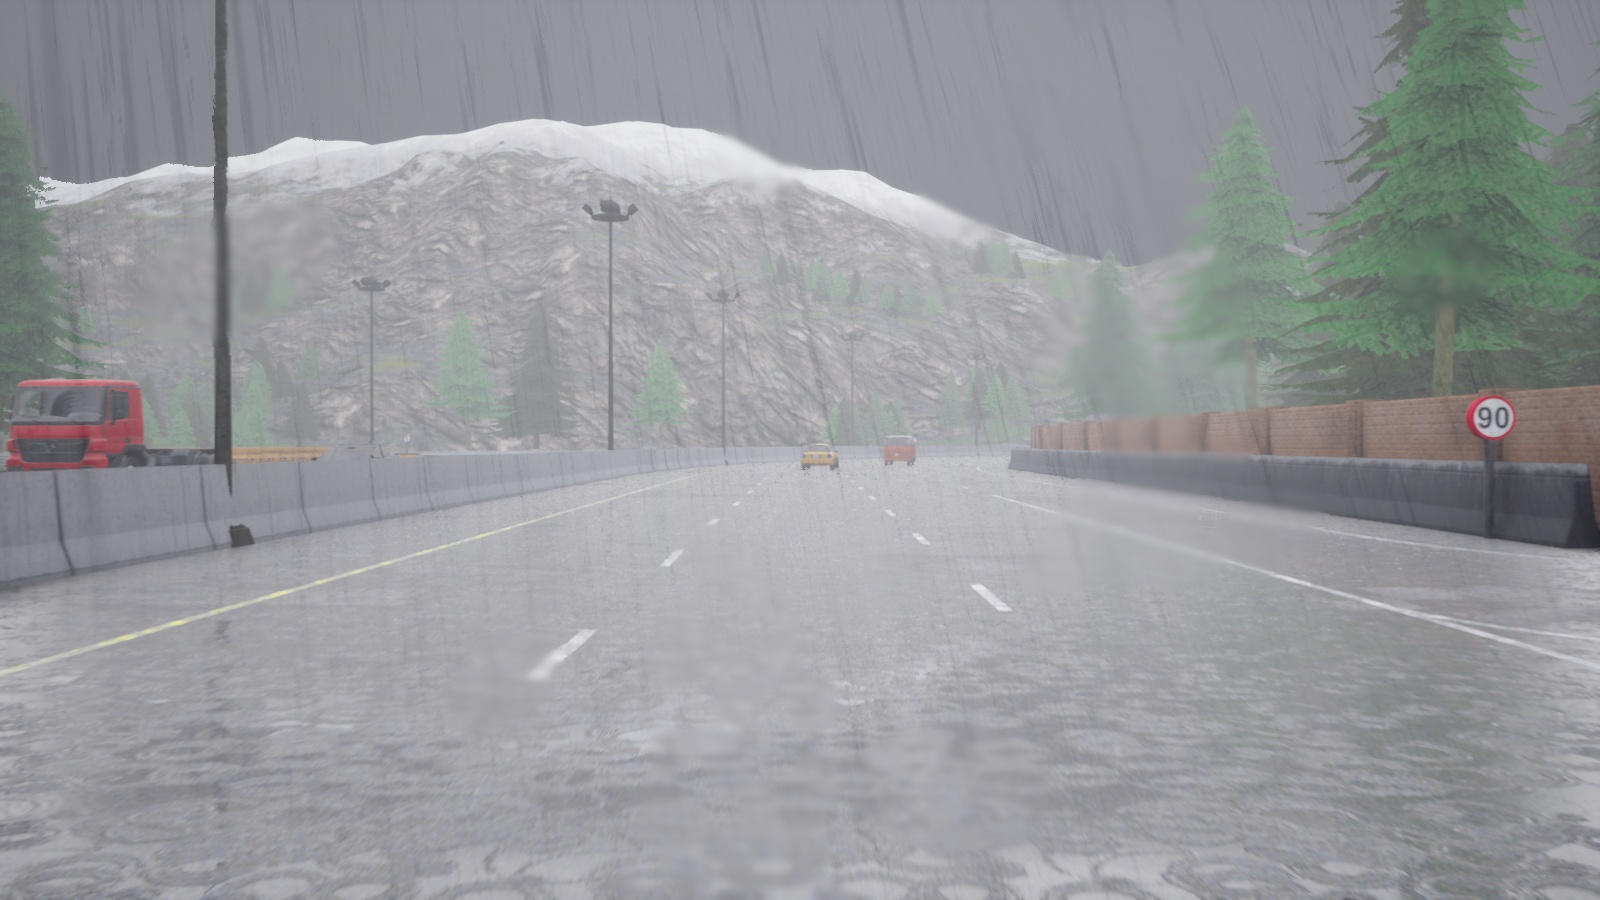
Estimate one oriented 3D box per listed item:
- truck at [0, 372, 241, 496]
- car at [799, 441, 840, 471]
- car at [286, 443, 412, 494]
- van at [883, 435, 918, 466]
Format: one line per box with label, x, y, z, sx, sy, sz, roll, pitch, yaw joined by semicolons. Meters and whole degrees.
truck;-20.781;-0.472;39.018;2.891;3.462;7.936;0;0;3
car;1.130;0.295;69.493;1.801;1.575;5.366;0;0;6
car;-13.765;0.517;38.663;2.163;1.488;4.792;0;0;0
van;6.647;0.039;82.623;1.775;1.987;4.442;0;0;11
